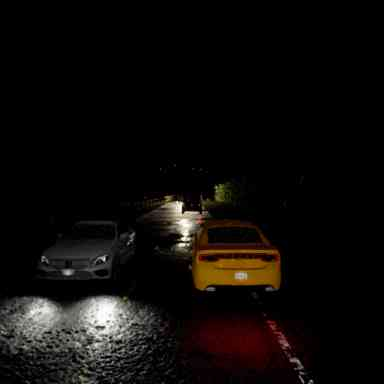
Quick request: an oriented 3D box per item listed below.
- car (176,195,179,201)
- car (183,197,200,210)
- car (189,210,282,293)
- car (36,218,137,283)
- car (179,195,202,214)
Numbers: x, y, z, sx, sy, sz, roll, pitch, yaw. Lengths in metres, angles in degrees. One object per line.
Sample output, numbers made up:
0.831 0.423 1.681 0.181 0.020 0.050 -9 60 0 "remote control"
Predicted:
-2.926 1.514 82.276 1.837 1.490 4.892 0 0 0 "car"
-0.033 1.492 45.039 2.128 1.511 4.902 0 0 0 "car"
0.944 1.477 8.925 1.882 1.535 5.008 0 0 0 "car"
-2.771 1.525 9.758 1.812 1.442 4.674 0 0 0 "car"
-0.003 1.352 35.079 2.097 1.767 4.553 0 0 0 "car"
